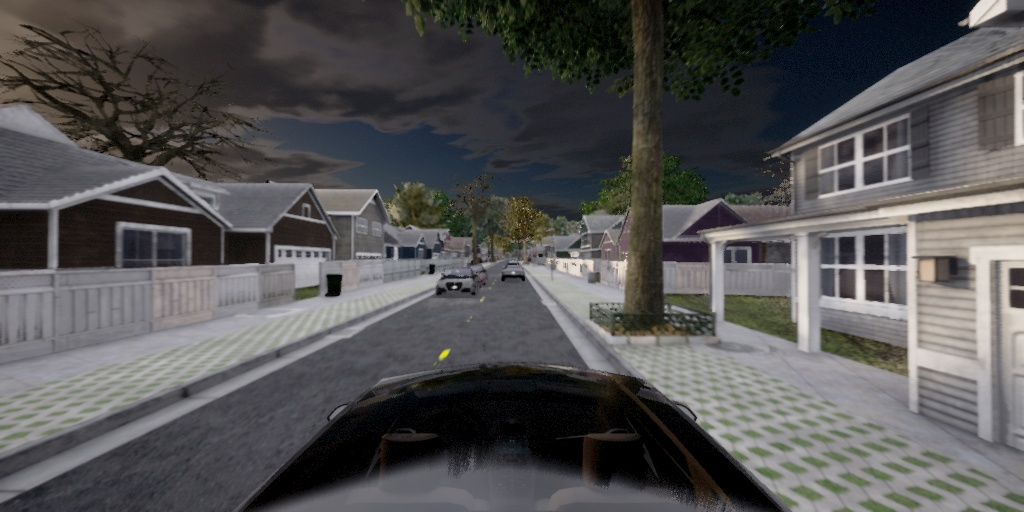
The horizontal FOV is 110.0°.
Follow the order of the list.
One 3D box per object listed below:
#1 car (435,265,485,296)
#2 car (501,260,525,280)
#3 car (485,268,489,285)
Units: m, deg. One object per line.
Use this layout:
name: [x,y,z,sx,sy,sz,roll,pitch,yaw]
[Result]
car: [-2.774,1.316,19.247,1.994,1.385,4.181,0,0,0]
car: [0.105,1.323,30.968,1.994,1.385,4.181,0,0,0]
car: [-2.738,1.319,25.900,1.994,1.385,4.181,0,0,0]
